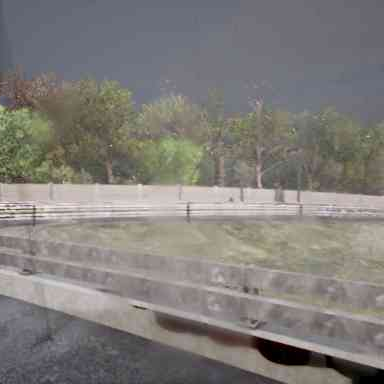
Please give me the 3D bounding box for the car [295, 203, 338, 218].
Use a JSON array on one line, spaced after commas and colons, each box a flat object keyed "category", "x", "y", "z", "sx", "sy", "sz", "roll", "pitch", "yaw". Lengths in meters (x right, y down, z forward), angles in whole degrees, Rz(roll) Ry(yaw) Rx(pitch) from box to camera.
[{"category": "car", "x": 13.517, "y": 1.965, "z": 36.059, "sx": 5.008, "sy": 1.535, "sz": 1.882, "roll": 3, "pitch": -1, "yaw": -20}]
